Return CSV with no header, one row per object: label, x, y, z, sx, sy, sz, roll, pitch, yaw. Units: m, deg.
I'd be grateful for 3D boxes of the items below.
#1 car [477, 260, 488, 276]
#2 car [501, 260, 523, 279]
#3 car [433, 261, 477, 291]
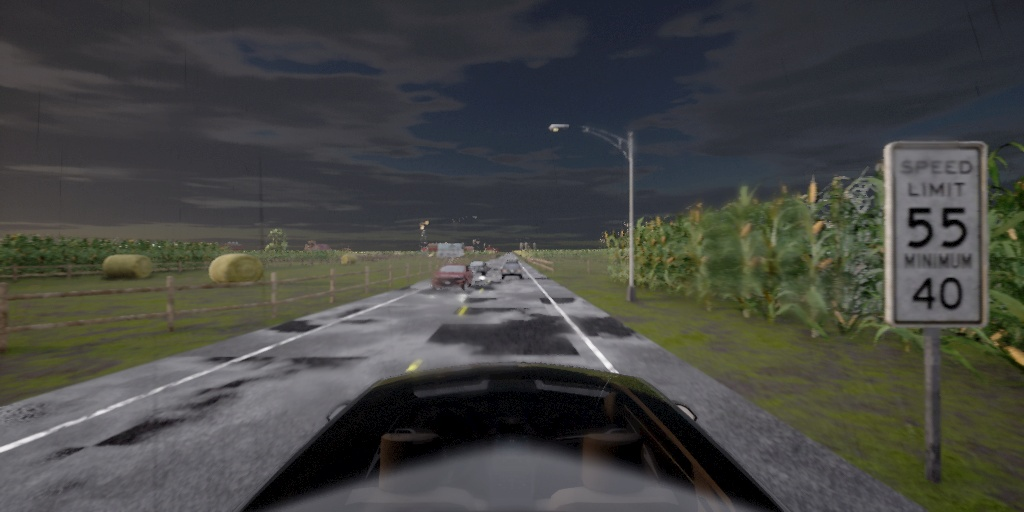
car,-3.492,1.182,36.110,1.812,1.442,4.674,0,0,0
car,0.007,1.221,31.142,2.033,1.411,5.357,0,0,0
car,-3.496,1.185,21.910,1.882,1.535,5.008,0,0,0
